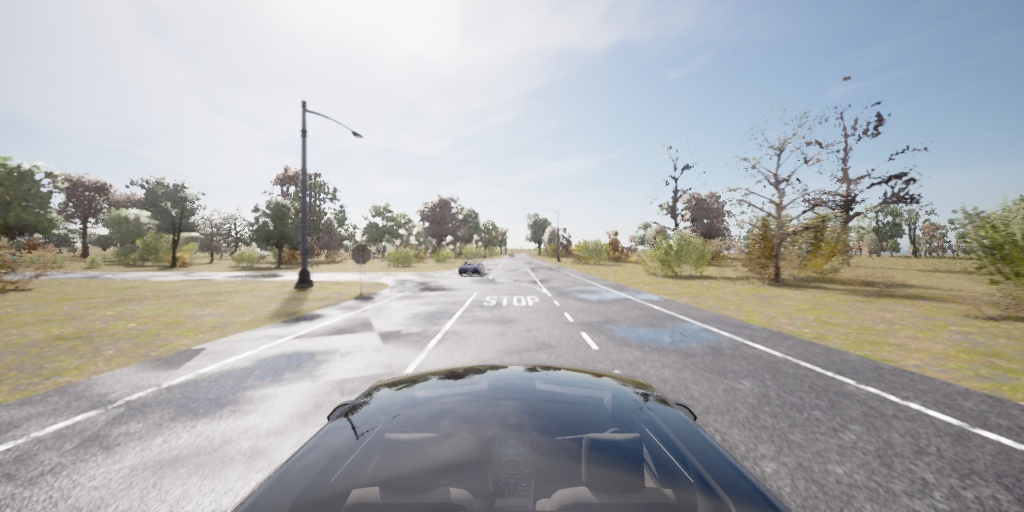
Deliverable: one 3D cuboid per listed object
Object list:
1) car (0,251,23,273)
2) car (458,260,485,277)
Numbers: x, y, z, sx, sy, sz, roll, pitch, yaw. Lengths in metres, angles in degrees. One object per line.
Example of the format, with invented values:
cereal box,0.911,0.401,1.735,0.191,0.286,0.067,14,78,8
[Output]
car,-48.602,0.556,32.880,5.566,2.045,2.150,0,0,2
car,-3.431,1.023,30.838,1.895,1.301,4.718,0,0,0
